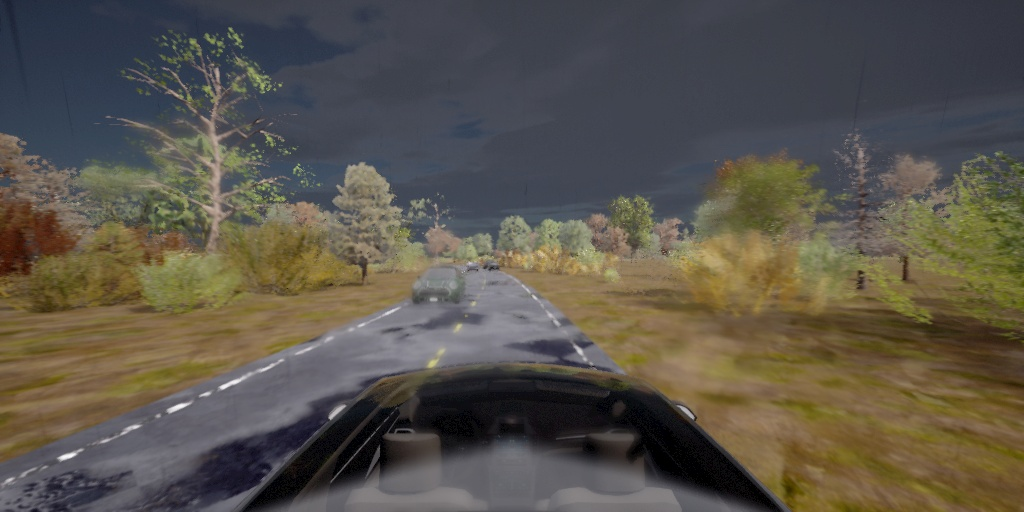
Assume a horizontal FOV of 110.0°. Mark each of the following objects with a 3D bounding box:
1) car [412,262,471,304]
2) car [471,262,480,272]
[{"bbox_3d":[-3.379,1.282,17.420,2.097,1.767,4.553,0,-1,-2],"label":"car"},{"bbox_3d":[-6.413,1.955,59.221,2.033,1.411,5.357,0,-1,-6],"label":"car"}]
